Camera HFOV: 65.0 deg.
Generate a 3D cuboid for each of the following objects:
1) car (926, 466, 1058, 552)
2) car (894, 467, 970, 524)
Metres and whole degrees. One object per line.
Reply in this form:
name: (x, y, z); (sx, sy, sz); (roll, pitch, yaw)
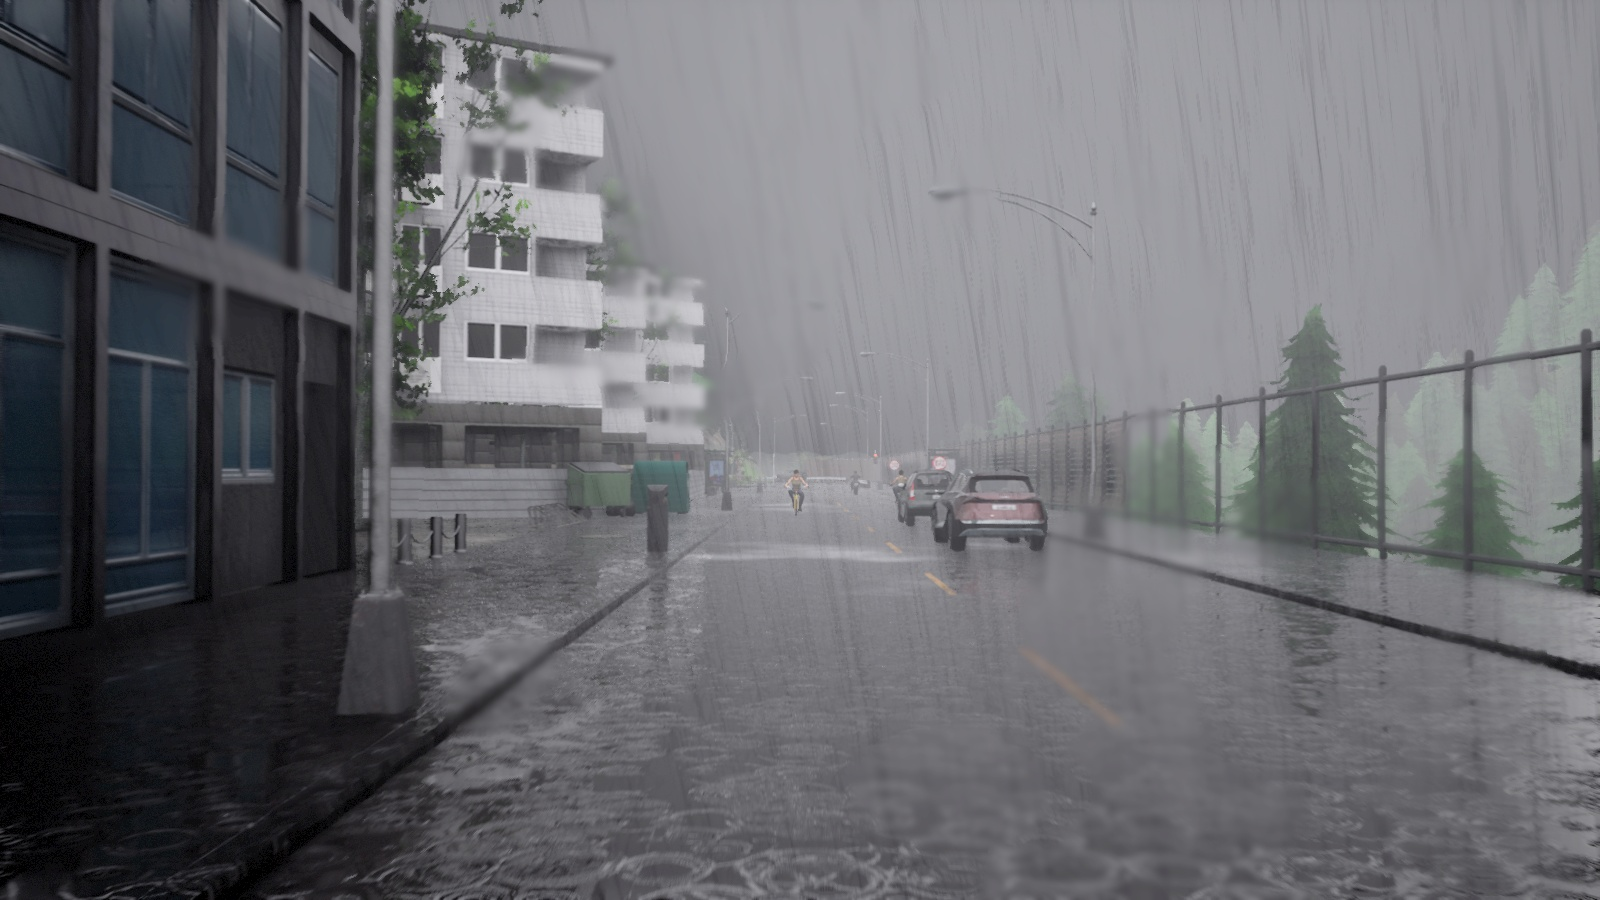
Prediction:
car: (3.930, 1.173, 26.536); (2.033, 1.649, 4.856); (0, -1, 0)
car: (3.901, 1.330, 37.804); (1.851, 1.617, 3.988); (0, -1, 0)
